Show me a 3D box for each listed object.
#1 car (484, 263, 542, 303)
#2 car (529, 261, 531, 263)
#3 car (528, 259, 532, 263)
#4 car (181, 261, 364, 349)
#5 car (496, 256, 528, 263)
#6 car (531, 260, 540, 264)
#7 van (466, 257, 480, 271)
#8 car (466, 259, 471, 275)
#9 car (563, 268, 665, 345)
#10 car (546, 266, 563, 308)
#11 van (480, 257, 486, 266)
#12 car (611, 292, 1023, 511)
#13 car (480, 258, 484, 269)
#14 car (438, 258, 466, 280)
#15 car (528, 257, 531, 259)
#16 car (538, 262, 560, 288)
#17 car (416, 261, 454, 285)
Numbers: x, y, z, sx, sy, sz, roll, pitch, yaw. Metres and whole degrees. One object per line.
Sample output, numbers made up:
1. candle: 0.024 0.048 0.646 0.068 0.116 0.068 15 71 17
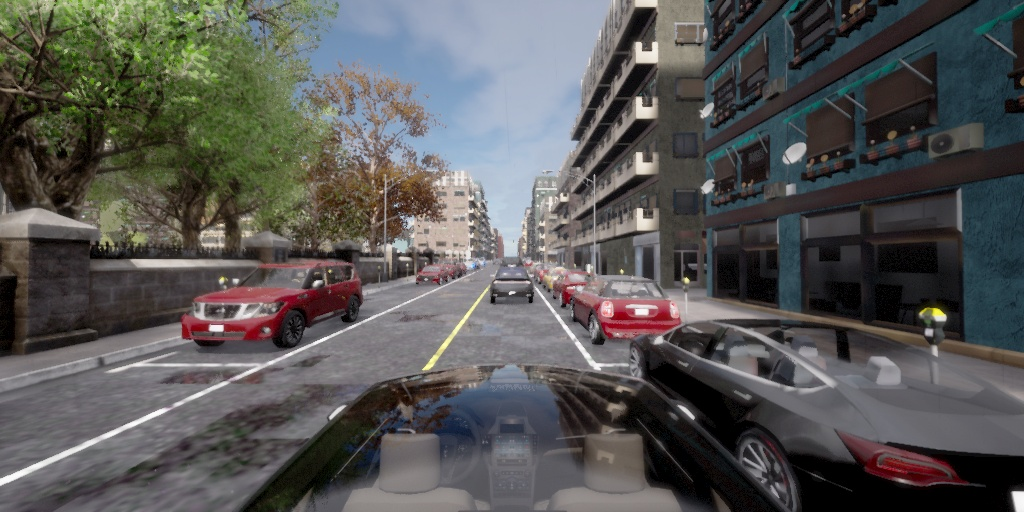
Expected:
1. car: 0.000 1.250 16.503 2.128 1.511 4.902 0 0 0
2. car: 2.692 1.341 31.502 1.802 1.307 4.207 0 0 0
3. car: 2.692 1.287 37.195 1.751 1.417 4.829 0 0 0
4. car: -5.689 1.065 9.409 2.192 1.841 5.009 0 0 0
5. car: 0.000 1.018 31.536 2.150 2.045 5.566 0 0 0
6. car: 2.692 1.197 25.979 1.967 1.591 4.097 0 0 0
7. van: -5.698 1.107 48.073 1.690 1.789 3.998 0 0 0
8. car: -5.689 1.306 37.026 1.888 1.381 4.507 0 0 0
9. car: 2.692 1.191 9.408 1.967 1.591 4.097 0 0 0
10. car: 2.692 1.298 14.931 1.888 1.381 4.507 0 0 0
11. van: -5.656 1.114 64.644 1.690 1.789 3.998 0 0 0
12. car: 2.692 1.315 3.886 1.948 1.339 4.313 0 0 0
13. car: -5.672 1.334 53.596 1.948 1.339 4.313 0 0 0
14. car: -5.689 1.074 31.502 2.192 1.841 5.009 0 0 0
15. car: 2.661 1.211 59.119 1.967 1.591 4.097 0 0 0
16. car: 2.692 1.280 20.625 1.751 1.417 4.829 0 0 0
17. car: -5.689 1.302 25.979 1.888 1.381 4.507 0 0 0
